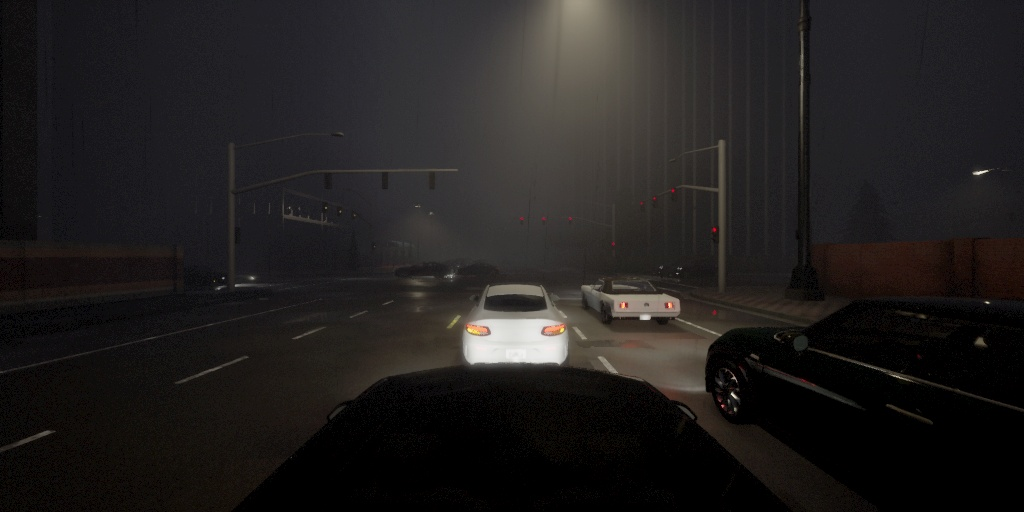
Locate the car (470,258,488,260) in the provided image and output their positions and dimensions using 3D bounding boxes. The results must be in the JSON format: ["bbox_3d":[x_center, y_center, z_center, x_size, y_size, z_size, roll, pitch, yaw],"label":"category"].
[{"bbox_3d":[-4.405,1.227,51.249,1.882,1.535,5.008,0,0,-1],"label":"car"}]

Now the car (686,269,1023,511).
[{"bbox_3d":[3.600,1.102,2.898,2.097,1.767,4.553,0,0,0],"label":"car"}]

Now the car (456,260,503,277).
[{"bbox_3d":[-3.259,1.314,34.977,4.181,1.385,1.994,0,0,-1],"label":"car"}]

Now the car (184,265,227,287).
[{"bbox_3d":[-21.414,1.314,24.103,4.181,1.385,1.994,0,0,0],"label":"car"}]

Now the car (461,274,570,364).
[{"bbox_3d":[0.060,1.276,7.583,1.812,1.442,4.674,0,0,0],"label":"car"}]

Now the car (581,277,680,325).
[{"bbox_3d":[3.565,1.351,11.800,1.895,1.301,4.718,0,0,0],"label":"car"}]

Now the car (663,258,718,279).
[{"bbox_3d":[16.243,1.102,31.628,4.553,1.767,2.097,0,0,-1],"label":"car"}]

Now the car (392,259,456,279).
[{"bbox_3d":[-7.750,1.241,31.435,4.902,1.511,2.128,0,0,-1],"label":"car"}]

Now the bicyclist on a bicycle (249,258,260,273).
[{"bbox_3d":[-28.401,1.051,39.525,0.582,1.620,1.656,0,0,-1],"label":"bicyclist on a bicycle"}]

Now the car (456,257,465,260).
[{"bbox_3d":[-7.883,1.241,46.224,2.128,1.511,4.902,0,0,1],"label":"car"}]

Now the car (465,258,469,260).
[{"bbox_3d":[-7.977,1.102,55.371,2.097,1.767,4.553,0,0,-1],"label":"car"}]

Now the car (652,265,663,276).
[{"bbox_3d":[16.183,1.103,35.158,4.553,1.767,2.097,0,0,-1],"label":"car"}]
